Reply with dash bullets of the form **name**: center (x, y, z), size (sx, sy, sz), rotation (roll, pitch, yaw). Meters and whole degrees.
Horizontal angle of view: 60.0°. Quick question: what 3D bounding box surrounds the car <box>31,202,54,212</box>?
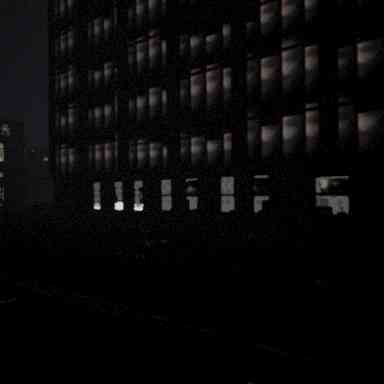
- **car**: center (-17.715, 1.890, 41.263), size (1.802, 1.307, 4.206), rotation (-1, -1, 36)
